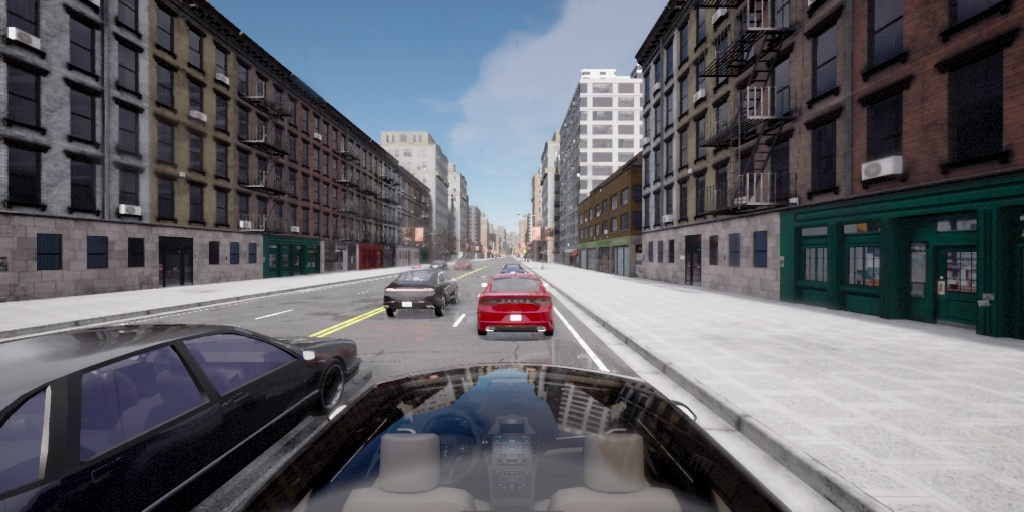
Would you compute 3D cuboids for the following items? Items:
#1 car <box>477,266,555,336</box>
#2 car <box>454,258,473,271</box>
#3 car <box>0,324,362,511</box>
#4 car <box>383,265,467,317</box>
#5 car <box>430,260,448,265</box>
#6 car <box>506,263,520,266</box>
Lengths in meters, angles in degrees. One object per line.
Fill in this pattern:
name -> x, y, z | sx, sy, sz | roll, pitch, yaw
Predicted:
car -> 0.093, 1.227, 10.475 | 1.882, 1.535, 5.008 | 0, 0, 0
car -> -6.610, 1.114, 48.688 | 2.097, 1.767, 4.553 | 0, 0, 0
car -> -3.145, 1.297, 2.893 | 2.033, 1.411, 5.357 | 0, 0, 0
car -> -3.160, 1.241, 13.216 | 2.128, 1.511, 4.902 | 0, 0, 0
car -> -9.861, 1.253, 48.498 | 2.128, 1.511, 4.902 | 0, 0, 0
car -> 0.082, 1.319, 30.814 | 1.994, 1.385, 4.181 | 0, 0, 0
